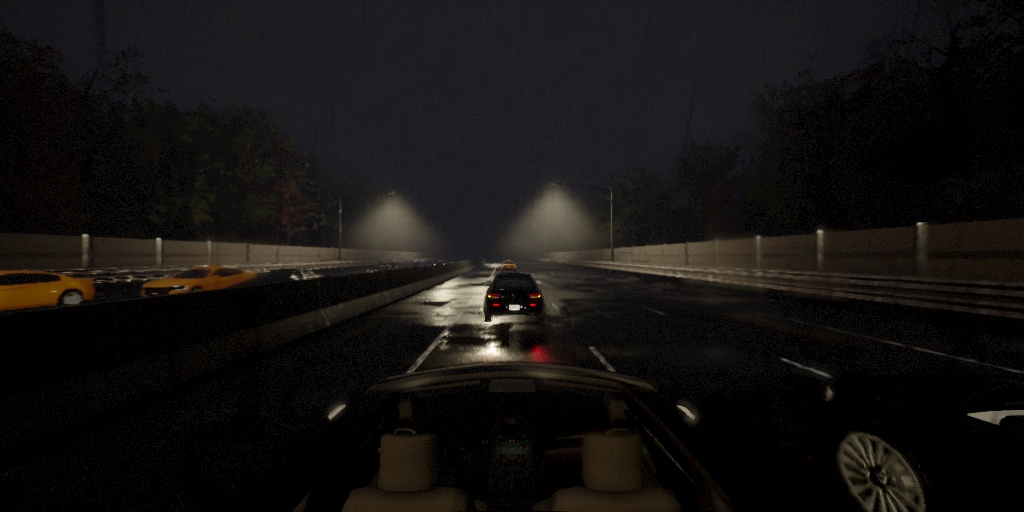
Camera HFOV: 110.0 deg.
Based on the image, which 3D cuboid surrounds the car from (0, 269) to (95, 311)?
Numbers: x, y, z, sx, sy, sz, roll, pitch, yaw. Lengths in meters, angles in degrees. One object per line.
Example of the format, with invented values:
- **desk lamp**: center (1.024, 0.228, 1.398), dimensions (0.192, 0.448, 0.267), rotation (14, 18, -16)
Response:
- **car**: center (-17.641, 1.234, 12.201), dimensions (1.882, 1.535, 5.008), rotation (0, 0, 0)

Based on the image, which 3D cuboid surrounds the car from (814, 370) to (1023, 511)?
- **car**: center (3.592, 1.240, 1.166), dimensions (2.128, 1.511, 4.902), rotation (0, 0, 0)

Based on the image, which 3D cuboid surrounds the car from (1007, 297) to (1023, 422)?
- **car**: center (7.093, 1.253, 2.029), dimensions (1.837, 1.490, 4.892), rotation (0, 0, 0)

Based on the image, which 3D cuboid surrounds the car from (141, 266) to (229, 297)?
- **car**: center (-14.175, 1.235, 16.700), dimensions (1.882, 1.535, 5.008), rotation (0, 0, -1)

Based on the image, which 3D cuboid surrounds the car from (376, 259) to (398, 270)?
- **car**: center (-18.324, 1.243, 52.761), dimensions (1.882, 1.535, 5.008), rotation (0, 0, -1)

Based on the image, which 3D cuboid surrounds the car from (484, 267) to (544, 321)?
- **car**: center (0.058, 1.280, 12.350), dimensions (1.812, 1.442, 4.674), rotation (0, 0, 0)

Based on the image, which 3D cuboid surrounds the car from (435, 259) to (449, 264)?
- **car**: center (-11.491, 1.260, 58.990), dimensions (2.128, 1.511, 4.902), rotation (0, 0, -1)

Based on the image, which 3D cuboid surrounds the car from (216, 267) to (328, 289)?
- **car**: center (-10.673, 1.304, 16.933), dimensions (2.033, 1.411, 5.357), rotation (0, 0, -1)

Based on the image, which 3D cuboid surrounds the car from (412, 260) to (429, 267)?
- **car**: center (-14.969, 1.369, 58.597), dimensions (1.895, 1.301, 4.718), rotation (0, 0, -1)

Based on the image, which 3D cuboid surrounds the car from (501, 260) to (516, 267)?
- **car**: center (-0.436, 1.223, 44.617), dimensions (1.801, 1.575, 5.366), rotation (0, 0, -1)
